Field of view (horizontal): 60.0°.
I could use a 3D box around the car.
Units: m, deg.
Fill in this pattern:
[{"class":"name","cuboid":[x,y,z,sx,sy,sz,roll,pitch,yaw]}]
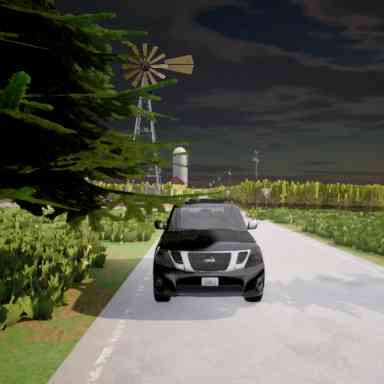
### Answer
[{"class":"car","cuboid":[0.332,1.221,8.601,2.150,2.045,5.566,0,0,0]}]
